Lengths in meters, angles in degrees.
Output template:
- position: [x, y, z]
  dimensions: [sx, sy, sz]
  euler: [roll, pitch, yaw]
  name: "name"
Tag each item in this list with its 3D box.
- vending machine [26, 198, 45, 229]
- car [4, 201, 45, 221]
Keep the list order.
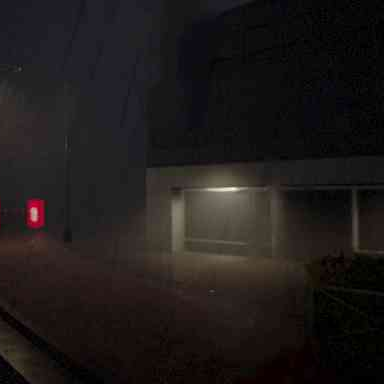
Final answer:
- position: [-11.110, 1.507, 23.633]
  dimensions: [1.100, 2.100, 0.880]
  euler: [0, -1, -13]
  name: "vending machine"
- position: [-16.176, 1.783, 32.391]
  dimensions: [2.097, 1.767, 4.553]
  euler: [0, -1, -1]
  name: "car"
